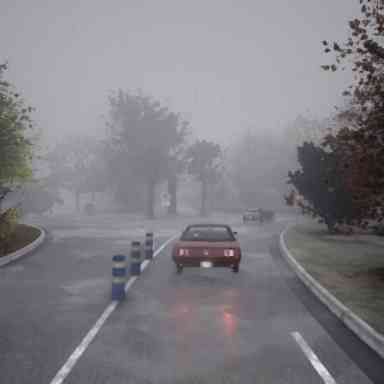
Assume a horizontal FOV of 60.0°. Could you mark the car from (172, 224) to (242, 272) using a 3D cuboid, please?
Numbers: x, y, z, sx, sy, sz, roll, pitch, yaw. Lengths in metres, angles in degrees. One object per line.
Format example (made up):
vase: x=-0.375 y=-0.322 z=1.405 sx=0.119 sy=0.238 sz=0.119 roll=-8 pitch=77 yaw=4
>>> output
car: x=0.581 y=1.698 z=11.086 sx=1.895 sy=1.301 sz=4.718 roll=0 pitch=-1 yaw=5

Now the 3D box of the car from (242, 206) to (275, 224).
car: x=6.247 y=2.082 z=30.804 sx=2.128 sy=1.511 sz=4.902 roll=-1 pitch=-2 yaw=30
